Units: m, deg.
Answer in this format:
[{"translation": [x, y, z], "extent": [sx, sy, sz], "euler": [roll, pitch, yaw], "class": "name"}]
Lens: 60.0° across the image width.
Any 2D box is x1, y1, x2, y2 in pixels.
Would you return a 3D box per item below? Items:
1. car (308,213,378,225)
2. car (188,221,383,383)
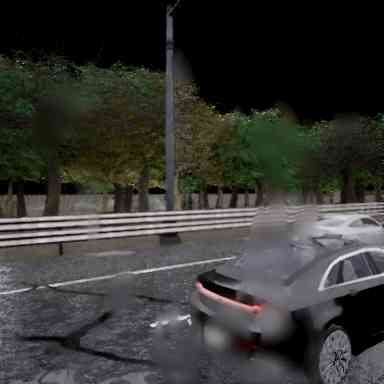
[{"translation": [5.687, 1.488, 11.939], "extent": [4.674, 1.442, 1.812], "euler": [0, 0, -35], "class": "car"}, {"translation": [2.245, 1.476, 5.295], "extent": [4.902, 1.511, 2.128], "euler": [0, 0, -35], "class": "car"}]
